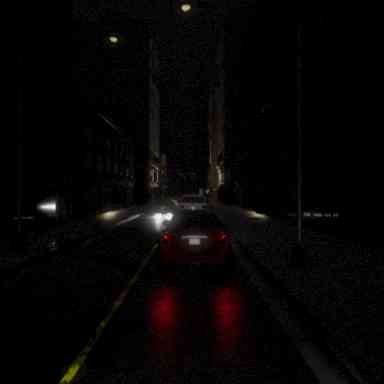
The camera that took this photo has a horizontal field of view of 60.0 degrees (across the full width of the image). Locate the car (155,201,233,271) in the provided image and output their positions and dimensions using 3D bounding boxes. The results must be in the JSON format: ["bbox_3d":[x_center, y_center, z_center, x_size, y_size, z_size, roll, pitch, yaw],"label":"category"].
[{"bbox_3d":[0.083,1.352,11.016,2.097,1.767,4.553,0,0,0],"label":"car"}]

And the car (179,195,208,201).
[{"bbox_3d":[0.090,1.237,26.603,2.150,2.045,5.566,0,0,0],"label":"car"}]

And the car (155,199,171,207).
[{"bbox_3d":[-3.085,1.530,37.684,2.128,1.511,4.902,0,0,0],"label":"car"}]
